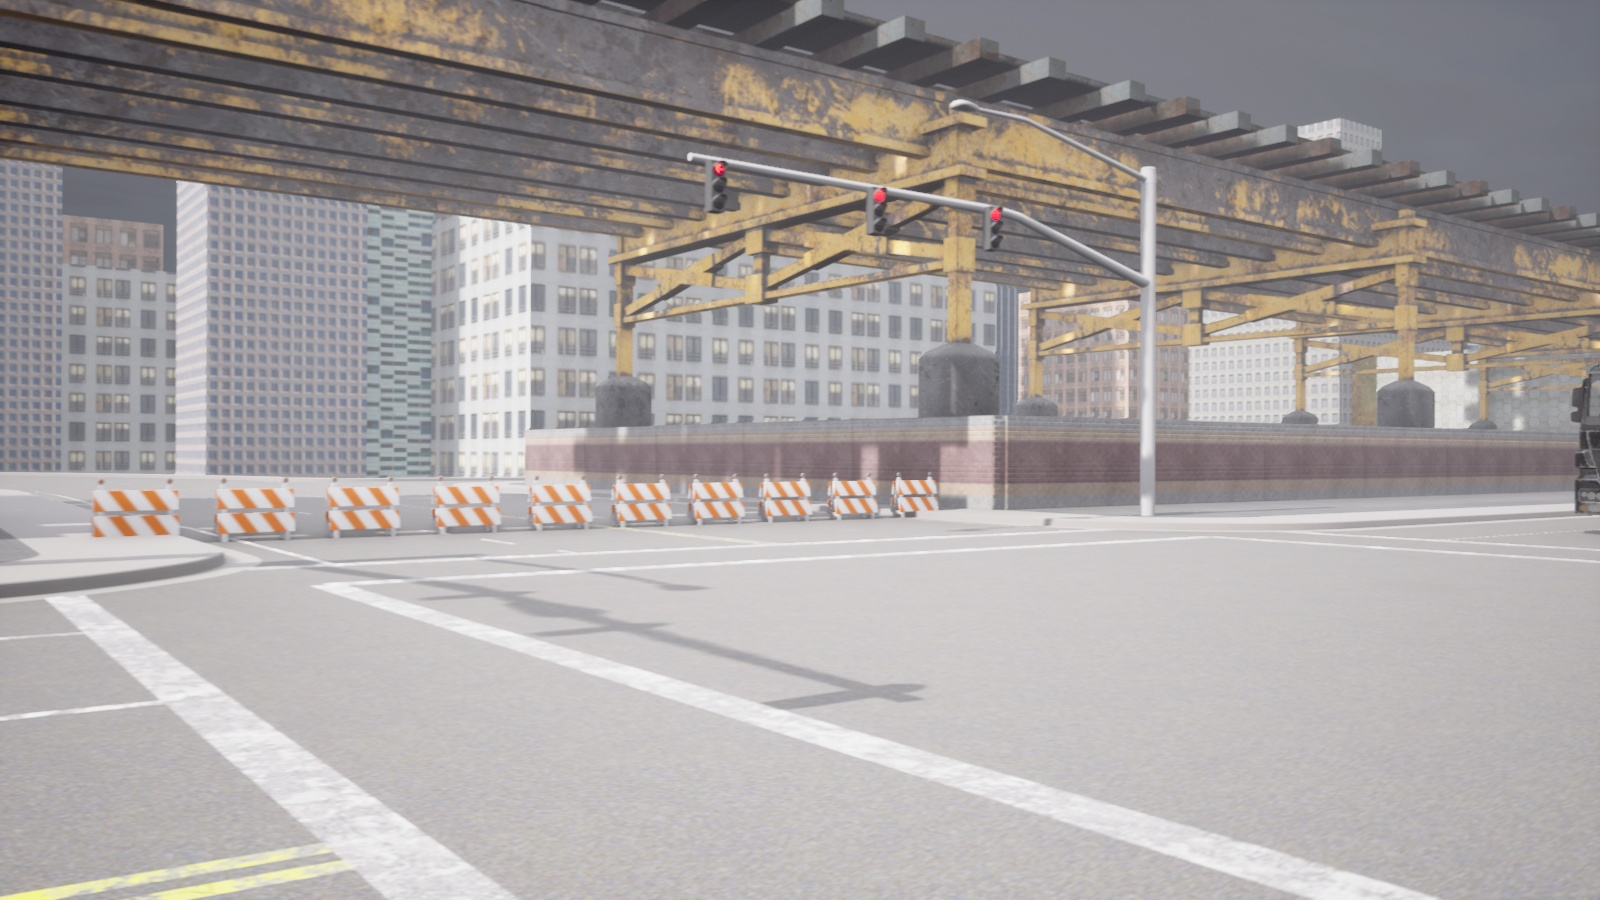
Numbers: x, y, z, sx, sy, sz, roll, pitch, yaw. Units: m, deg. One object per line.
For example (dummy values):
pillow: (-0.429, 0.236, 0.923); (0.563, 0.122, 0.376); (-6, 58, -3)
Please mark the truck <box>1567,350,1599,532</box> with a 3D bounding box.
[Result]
truck: (18.923, -0.165, 25.362); (7.936, 3.462, 2.891); (0, 0, -35)
